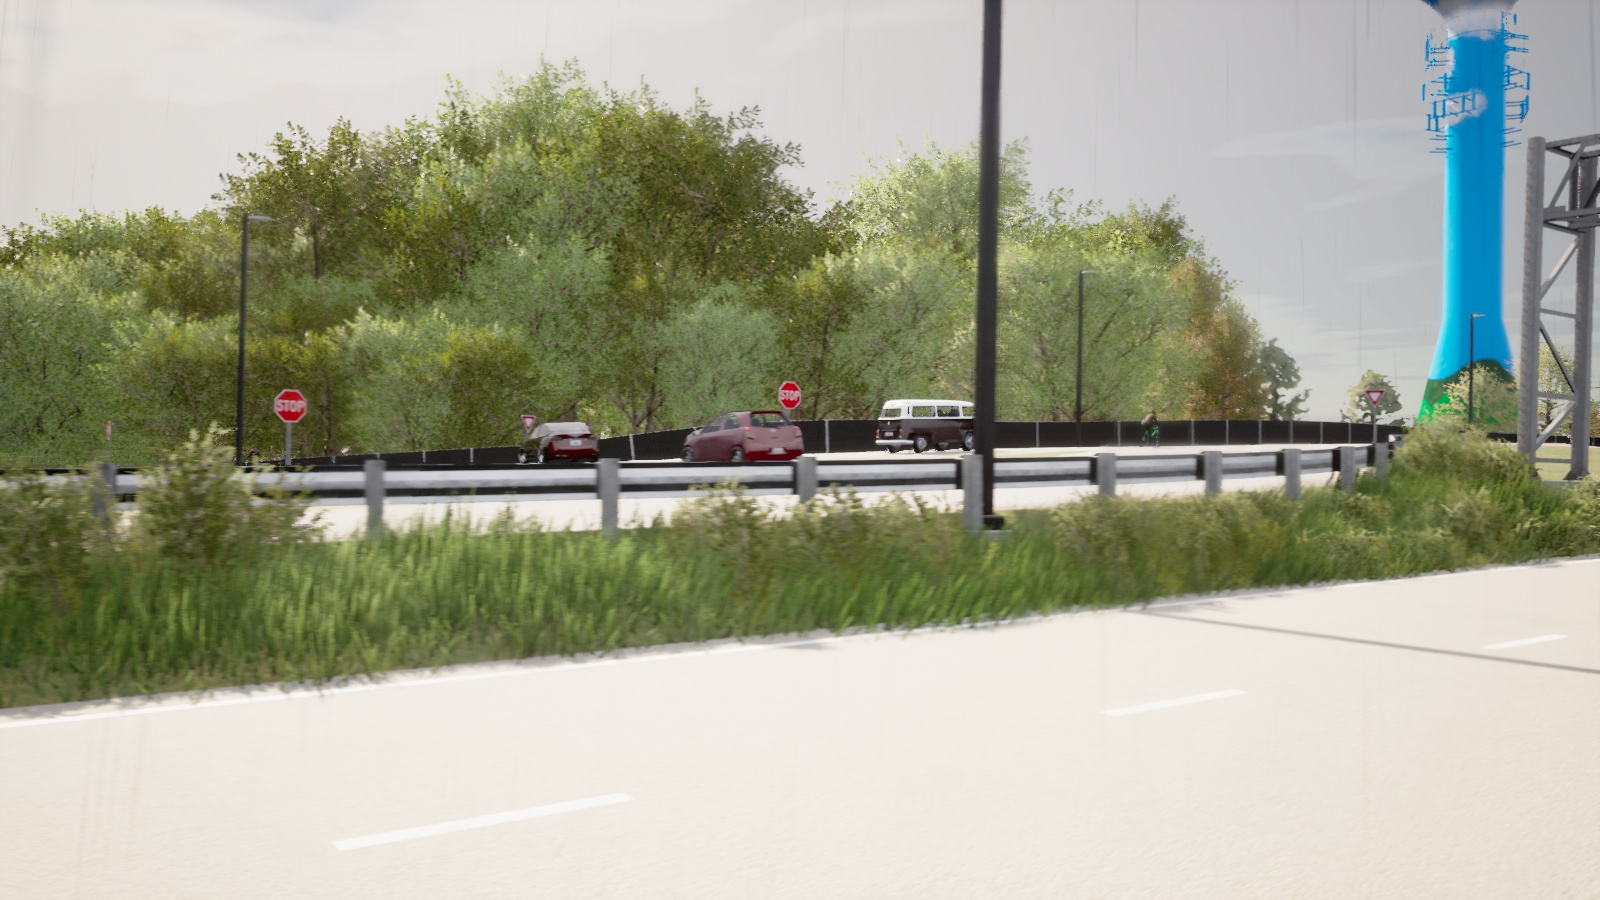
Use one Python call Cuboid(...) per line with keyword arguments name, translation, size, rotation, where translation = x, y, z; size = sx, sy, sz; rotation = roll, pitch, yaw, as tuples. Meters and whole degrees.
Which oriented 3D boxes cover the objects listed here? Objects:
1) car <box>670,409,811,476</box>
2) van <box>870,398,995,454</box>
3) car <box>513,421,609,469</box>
Cuboid(name="car", translation=(-1.523, -0.164, 30.851), size=(1.845, 1.501, 3.633), rotation=(-3, 1, -33))
Cuboid(name="van", translation=(5.126, -0.941, 48.354), size=(4.480, 2.038, 2.069), rotation=(-2, 1, -35))
Cuboid(name="car", translation=(-8.295, -0.171, 43.267), size=(2.163, 1.488, 4.792), rotation=(-3, 1, -24))
